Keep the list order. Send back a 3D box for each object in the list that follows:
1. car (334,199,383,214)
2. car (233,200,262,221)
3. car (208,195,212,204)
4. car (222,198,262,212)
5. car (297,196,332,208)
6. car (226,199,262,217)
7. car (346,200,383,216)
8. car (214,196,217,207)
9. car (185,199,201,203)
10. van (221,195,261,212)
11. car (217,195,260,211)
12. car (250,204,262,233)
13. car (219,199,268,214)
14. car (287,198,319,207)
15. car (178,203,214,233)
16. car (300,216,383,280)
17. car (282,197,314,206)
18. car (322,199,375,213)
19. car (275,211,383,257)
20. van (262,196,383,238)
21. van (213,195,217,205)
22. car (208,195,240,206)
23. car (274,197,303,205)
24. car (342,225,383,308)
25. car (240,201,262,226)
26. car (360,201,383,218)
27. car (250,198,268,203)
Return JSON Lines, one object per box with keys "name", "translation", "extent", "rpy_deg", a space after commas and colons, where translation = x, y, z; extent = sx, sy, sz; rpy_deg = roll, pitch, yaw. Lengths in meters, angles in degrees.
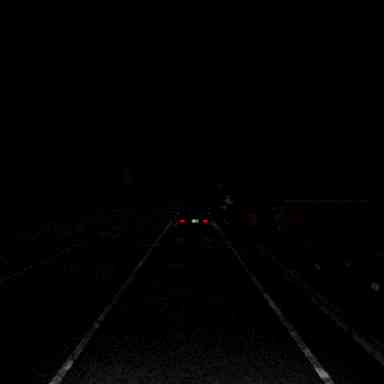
{"name": "car", "translation": [18.680, 1.595, 36.744], "extent": [5.008, 1.535, 2.097], "rpy_deg": [0, 0, 0]}
{"name": "car", "translation": [5.620, 1.527, 22.594], "extent": [5.008, 1.535, 2.097], "rpy_deg": [0, 0, 0]}
{"name": "car", "translation": [5.622, 1.421, 50.627], "extent": [5.566, 2.045, 2.435], "rpy_deg": [0, 0, 0]}
{"name": "car", "translation": [5.609, 1.563, 30.999], "extent": [4.892, 1.521, 2.231], "rpy_deg": [0, 0, 0]}
{"name": "car", "translation": [18.643, 1.548, 50.668], "extent": [4.553, 1.767, 2.185], "rpy_deg": [0, 0, 0]}
{"name": "car", "translation": [5.588, 1.579, 28.202], "extent": [4.792, 1.488, 2.163], "rpy_deg": [0, 0, 0]}
{"name": "car", "translation": [18.659, 1.609, 33.959], "extent": [4.792, 1.488, 2.163], "rpy_deg": [0, 0, 0]}
{"name": "car", "translation": [5.593, 1.624, 42.216], "extent": [4.892, 1.521, 2.231], "rpy_deg": [0, 0, 0]}
{"name": "car", "translation": [0.100, 1.649, 42.364], "extent": [2.128, 1.511, 4.902], "rpy_deg": [0, 0, 0]}
{"name": "van", "translation": [5.718, 1.382, 39.415], "extent": [4.442, 1.987, 1.878], "rpy_deg": [0, 0, 0]}
{"name": "car", "translation": [5.638, 1.326, 33.808], "extent": [5.566, 2.045, 2.435], "rpy_deg": [0, 0, 0]}
{"name": "car", "translation": [5.662, 1.543, 16.991], "extent": [4.792, 1.488, 2.163], "rpy_deg": [0, 0, 0]}
{"name": "car", "translation": [5.600, 1.593, 36.610], "extent": [5.008, 1.535, 2.097], "rpy_deg": [0, 0, 0]}
{"name": "car", "translation": [18.676, 1.757, 56.235], "extent": [4.674, 1.452, 2.002], "rpy_deg": [0, -1, 0]}
{"name": "car", "translation": [0.100, 1.599, 20.145], "extent": [2.033, 1.411, 5.357], "rpy_deg": [0, 0, 0]}
{"name": "car", "translation": [5.615, 1.524, 8.581], "extent": [4.792, 1.488, 2.163], "rpy_deg": [0, 0, 0]}
{"name": "car", "translation": [18.680, 1.743, 59.022], "extent": [5.008, 1.535, 2.097], "rpy_deg": [0, -1, 0]}
{"name": "car", "translation": [18.496, 1.607, 39.530], "extent": [5.366, 1.575, 1.946], "rpy_deg": [0, 0, 0]}
{"name": "car", "translation": [5.611, 1.531, 11.384], "extent": [4.792, 1.488, 2.163], "rpy_deg": [0, 0, 0]}
{"name": "van", "translation": [5.520, 1.282, 14.188], "extent": [4.442, 1.987, 1.878], "rpy_deg": [0, 0, 0]}
{"name": "van", "translation": [5.481, 1.413, 45.022], "extent": [4.442, 1.987, 1.878], "rpy_deg": [0, 0, 0]}
{"name": "car", "translation": [5.624, 1.492, 59.037], "extent": [5.566, 2.045, 2.435], "rpy_deg": [0, -1, 0]}
{"name": "car", "translation": [18.673, 1.807, 64.590], "extent": [5.008, 1.535, 2.097], "rpy_deg": [0, -1, 0]}
{"name": "car", "translation": [5.643, 1.488, 5.777], "extent": [5.008, 1.535, 2.097], "rpy_deg": [0, 0, 0]}
{"name": "car", "translation": [5.814, 1.517, 19.794], "extent": [5.366, 1.575, 1.946], "rpy_deg": [0, 0, 0]}
{"name": "car", "translation": [18.721, 1.594, 31.174], "extent": [4.792, 1.488, 2.163], "rpy_deg": [0, 0, 0]}
{"name": "car", "translation": [18.697, 2.270, 93.072], "extent": [4.674, 1.452, 2.002], "rpy_deg": [0, -1, 0]}
